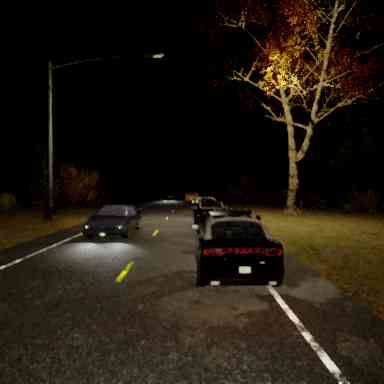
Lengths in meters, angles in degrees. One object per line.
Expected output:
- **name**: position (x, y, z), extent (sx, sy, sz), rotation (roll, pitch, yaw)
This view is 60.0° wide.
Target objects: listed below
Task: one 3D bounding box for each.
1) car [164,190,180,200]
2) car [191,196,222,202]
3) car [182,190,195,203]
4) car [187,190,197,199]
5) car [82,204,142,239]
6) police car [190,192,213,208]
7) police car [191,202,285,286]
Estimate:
- **car**: position (-3.608, 0.612, 55.840), extent (2.128, 1.511, 4.902), rotation (0, 1, 0)
- **car**: position (1.016, 1.209, 18.972), extent (1.837, 1.490, 4.892), rotation (0, 1, 0)
- **car**: position (-0.003, 0.738, 47.084), extent (1.882, 1.535, 5.008), rotation (0, 1, 1)
- **car**: position (-0.036, 0.475, 65.114), extent (1.837, 1.490, 4.892), rotation (0, 1, 0)
- **car**: position (-3.631, 1.294, 16.140), extent (2.033, 1.411, 5.357), rotation (0, 1, 0)
- **police car**: position (1.016, 1.033, 25.080), extent (1.930, 1.638, 5.238), rotation (0, 1, 0)
- **police car**: position (1.030, 1.283, 9.088), extent (1.930, 1.638, 5.238), rotation (0, 1, 0)
